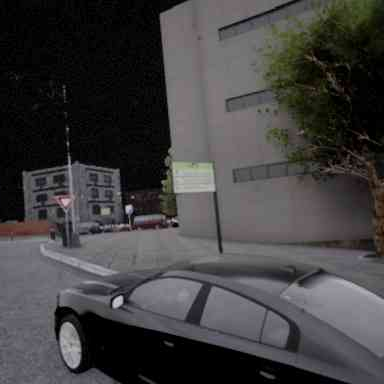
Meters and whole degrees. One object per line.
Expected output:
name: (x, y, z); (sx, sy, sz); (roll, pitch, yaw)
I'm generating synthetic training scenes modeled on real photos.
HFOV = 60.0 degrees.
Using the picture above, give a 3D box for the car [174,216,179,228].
car: (-4.137, 4.413, 44.640); (4.792, 1.488, 2.163); (-7, -8, 21)

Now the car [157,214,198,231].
car: (-2.144, 4.645, 49.841); (5.566, 2.045, 2.435); (-7, -8, 21)

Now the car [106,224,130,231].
car: (-10.381, 5.534, 49.812); (1.812, 1.442, 4.674); (-7, -8, 21)

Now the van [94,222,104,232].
van: (-15.802, 5.550, 48.930); (4.442, 1.987, 1.878); (-7, -7, 21)

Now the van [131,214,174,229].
van: (-5.107, 3.929, 42.059); (4.442, 1.987, 1.878); (-7, -7, 21)

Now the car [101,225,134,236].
car: (-12.700, 6.554, 56.766); (5.366, 1.575, 1.946); (-7, -8, 21)

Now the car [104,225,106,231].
car: (-13.592, 6.132, 54.008); (4.553, 1.767, 2.185); (-7, -8, 21)

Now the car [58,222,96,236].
car: (-14.188, 4.786, 40.326); (1.994, 1.385, 4.181); (-7, -6, 22)

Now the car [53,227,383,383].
car: (0.314, 1.476, 3.808); (5.008, 1.535, 1.882); (0, 0, 39)

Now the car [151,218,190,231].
car: (-3.116, 4.635, 47.272); (5.008, 1.535, 2.097); (-7, -8, 21)
